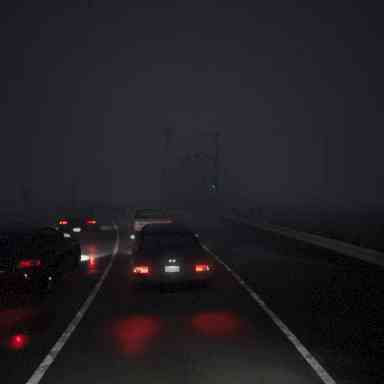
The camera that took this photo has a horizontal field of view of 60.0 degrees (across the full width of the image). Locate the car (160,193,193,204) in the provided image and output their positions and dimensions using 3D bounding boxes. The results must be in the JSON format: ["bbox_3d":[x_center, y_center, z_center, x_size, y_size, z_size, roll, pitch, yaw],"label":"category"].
[{"bbox_3d":[-2.686,1.352,57.563,4.553,1.767,2.097,0,0,-20],"label":"car"}]

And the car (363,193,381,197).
[{"bbox_3d":[41.527,1.225,76.878,5.566,2.045,2.150,0,0,-38],"label":"car"}]

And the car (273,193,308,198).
[{"bbox_3d":[19.359,1.225,65.430,5.566,2.045,2.150,1,0,-19],"label":"car"}]

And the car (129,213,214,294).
[{"bbox_3d":[-0.695,1.547,8.975,2.033,1.411,5.357,0,0,-7],"label":"car"}]

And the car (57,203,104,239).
[{"bbox_3d":[-5.689,1.526,17.142,1.812,1.442,4.674,0,0,-13],"label":"car"}]

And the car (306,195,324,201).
[{"bbox_3d":[30.220,1.552,81.850,4.181,1.385,1.994,0,0,-30],"label":"car"}]

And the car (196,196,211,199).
[{"bbox_3d":[2.253,1.552,70.401,4.181,1.385,1.994,0,0,-20],"label":"car"}]

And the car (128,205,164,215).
[{"bbox_3d":[-2.375,1.601,18.476,1.895,1.301,4.718,0,0,-12],"label":"car"}]

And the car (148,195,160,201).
[{"bbox_3d":[-6.925,1.352,67.156,4.553,1.767,2.097,0,0,-20],"label":"car"}]

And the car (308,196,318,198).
[{"bbox_3d":[26.519,1.540,75.814,5.357,1.411,2.033,0,0,-22],"label":"car"}]

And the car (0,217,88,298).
[{"bbox_3d":[-4.210,1.564,8.532,1.994,1.385,4.181,0,0,-6],"label":"car"}]

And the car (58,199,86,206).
[{"bbox_3d":[-11.730,1.497,35.491,4.902,1.511,2.128,0,0,-20],"label":"car"}]

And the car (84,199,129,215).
[{"bbox_3d":[-8.021,1.605,33.107,4.718,1.301,1.895,0,0,-20],"label":"car"}]

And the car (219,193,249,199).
[{"bbox_3d":[7.074,1.222,61.066,5.566,2.045,2.150,0,0,-19],"label":"car"}]

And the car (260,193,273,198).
[{"bbox_3d":[17.260,1.225,72.090,5.566,2.045,2.150,0,0,-20],"label":"car"}]

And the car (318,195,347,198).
[{"bbox_3d":[29.483,1.478,69.468,5.008,1.535,1.882,0,0,-22],"label":"car"}]

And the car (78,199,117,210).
[{"bbox_3d":[-12.204,1.605,42.761,4.718,1.301,1.895,0,0,-20],"label":"car"}]
